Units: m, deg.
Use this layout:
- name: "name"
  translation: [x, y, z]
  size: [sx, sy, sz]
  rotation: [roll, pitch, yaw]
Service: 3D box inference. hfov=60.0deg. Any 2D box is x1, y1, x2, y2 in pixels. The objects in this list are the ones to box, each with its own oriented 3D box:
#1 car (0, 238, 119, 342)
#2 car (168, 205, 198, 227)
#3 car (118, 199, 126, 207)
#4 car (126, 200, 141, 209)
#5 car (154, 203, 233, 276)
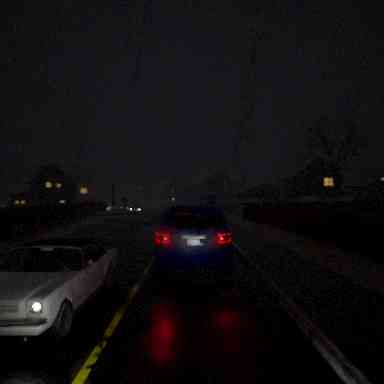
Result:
- name: "car"
  translation: [-2.879, 1.690, 6.722]
  size: [1.895, 1.301, 4.718]
  rotation: [0, -1, 0]
- name: "car"
  translation: [-0.845, 1.858, 26.930]
  size: [2.128, 1.511, 4.902]
  rotation: [0, -1, -5]
- name: "car"
  translation: [-17.123, 2.704, 83.221]
  size: [2.150, 2.045, 5.566]
  rotation: [0, -1, -21]
- name: "car"
  translation: [-11.802, 2.497, 68.128]
  size: [2.097, 1.767, 4.553]
  rotation: [0, -1, -16]
- name: "car"
  translation: [0.020, 1.369, 10.963]
  size: [2.150, 2.045, 5.566]
  rotation: [0, -1, -1]
